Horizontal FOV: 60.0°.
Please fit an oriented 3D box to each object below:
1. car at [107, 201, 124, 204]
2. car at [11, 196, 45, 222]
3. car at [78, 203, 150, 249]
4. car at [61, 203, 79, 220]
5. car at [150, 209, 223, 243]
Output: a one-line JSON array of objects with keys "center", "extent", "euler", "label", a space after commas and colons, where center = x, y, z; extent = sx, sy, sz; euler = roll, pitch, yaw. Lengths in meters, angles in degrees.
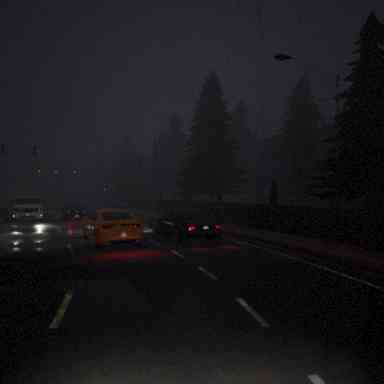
[{"center": [-6.919, 1.531, 29.901], "extent": [1.812, 1.442, 4.674], "euler": [0, 0, -25], "label": "car"}, {"center": [-13.252, 1.324, 26.920], "extent": [2.150, 2.045, 5.566], "euler": [0, 0, -25], "label": "car"}, {"center": [-3.654, 1.483, 14.848], "extent": [1.882, 1.535, 5.008], "euler": [0, 0, -25], "label": "car"}, {"center": [-10.094, 1.614, 28.428], "extent": [1.895, 1.301, 4.718], "euler": [0, 0, -25], "label": "car"}, {"center": [-0.492, 1.561, 16.348], "extent": [2.033, 1.411, 5.357], "euler": [0, 0, -25], "label": "car"}]
